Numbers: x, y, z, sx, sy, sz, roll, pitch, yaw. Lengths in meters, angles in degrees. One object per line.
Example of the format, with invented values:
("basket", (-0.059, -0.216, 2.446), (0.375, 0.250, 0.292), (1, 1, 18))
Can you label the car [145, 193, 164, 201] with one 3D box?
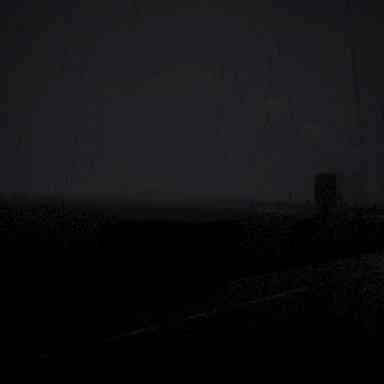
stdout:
("car", (-6.985, 0.911, 61.237), (1.882, 1.535, 5.008), (0, 1, -35))
